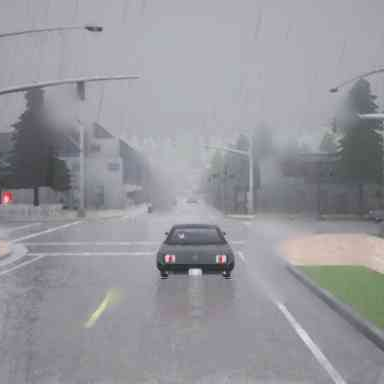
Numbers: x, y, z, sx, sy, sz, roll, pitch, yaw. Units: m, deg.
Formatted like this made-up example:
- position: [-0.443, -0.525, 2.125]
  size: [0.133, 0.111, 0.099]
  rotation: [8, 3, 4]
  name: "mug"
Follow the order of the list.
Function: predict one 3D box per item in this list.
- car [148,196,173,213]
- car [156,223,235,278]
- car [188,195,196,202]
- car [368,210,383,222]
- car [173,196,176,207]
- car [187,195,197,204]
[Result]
- position: [-3.589, 1.363, 36.637]
  size: [2.097, 1.767, 4.553]
  rotation: [0, 0, 0]
  name: "car"
- position: [0.112, 1.604, 10.087]
  size: [1.895, 1.301, 4.718]
  rotation: [0, 0, 1]
  name: "car"
- position: [0.019, 1.500, 76.120]
  size: [1.882, 1.535, 5.008]
  rotation: [0, 0, 0]
  name: "car"
- position: [15.305, 1.588, 23.915]
  size: [4.718, 1.301, 1.895]
  rotation: [0, 0, -8]
  name: "car"
- position: [-3.582, 1.539, 46.872]
  size: [1.812, 1.442, 4.674]
  rotation: [0, 0, 0]
  name: "car"
- position: [0.019, 1.620, 66.083]
  size: [1.895, 1.301, 4.718]
  rotation: [0, 0, 0]
  name: "car"
